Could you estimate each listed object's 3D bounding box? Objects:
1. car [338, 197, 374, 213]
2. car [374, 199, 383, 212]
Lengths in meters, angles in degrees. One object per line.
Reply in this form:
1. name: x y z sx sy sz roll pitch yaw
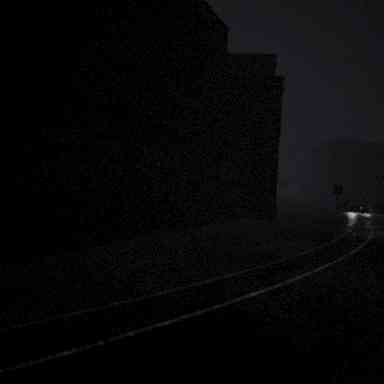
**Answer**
1. car: 17.493 1.340 36.233 1.837 1.490 4.892 4 2 6
2. car: 21.086 1.529 35.603 2.128 1.511 4.902 3 1 8
